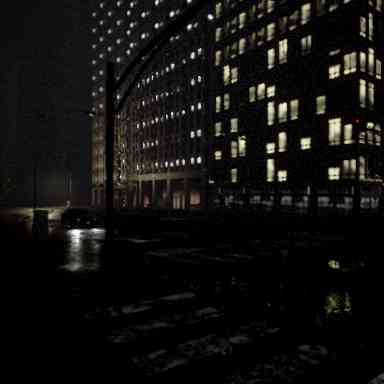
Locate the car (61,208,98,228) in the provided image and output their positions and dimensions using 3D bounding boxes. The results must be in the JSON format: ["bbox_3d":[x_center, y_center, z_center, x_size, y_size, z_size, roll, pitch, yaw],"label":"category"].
[{"bbox_3d":[-9.061,2.018,26.444,1.812,1.442,4.674,0,-1,-37],"label":"car"}]
